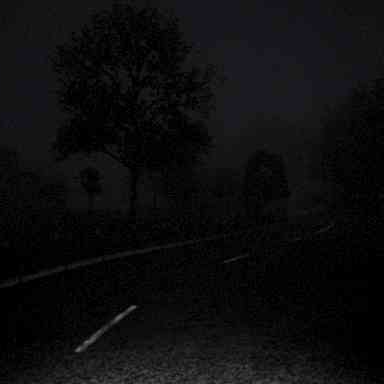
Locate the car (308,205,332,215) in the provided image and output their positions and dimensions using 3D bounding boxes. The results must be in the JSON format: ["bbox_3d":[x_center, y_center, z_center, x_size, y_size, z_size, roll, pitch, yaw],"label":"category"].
[{"bbox_3d":[20.328,2.753,52.884,1.882,1.535,5.008,0,-1,-7],"label":"car"}]
